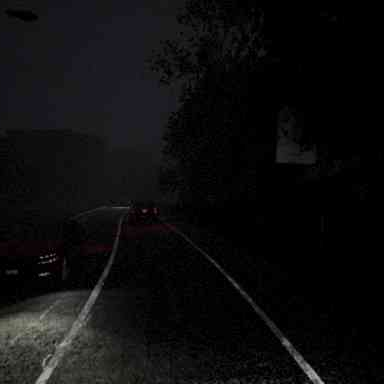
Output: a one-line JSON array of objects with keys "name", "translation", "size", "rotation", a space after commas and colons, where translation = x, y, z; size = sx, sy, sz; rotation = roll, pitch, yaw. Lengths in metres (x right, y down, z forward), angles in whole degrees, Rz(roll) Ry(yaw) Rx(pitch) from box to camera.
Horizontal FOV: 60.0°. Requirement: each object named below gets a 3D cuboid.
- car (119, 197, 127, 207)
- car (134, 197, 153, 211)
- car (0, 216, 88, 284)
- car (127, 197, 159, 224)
[{"name": "car", "translation": [-9.999, 1.513, 51.728], "size": [1.812, 1.442, 4.674], "rotation": [0, 0, 0]}, {"name": "car", "translation": [-6.147, 1.503, 42.708], "size": [2.128, 1.511, 4.902], "rotation": [-1, 0, -5]}, {"name": "car", "translation": [-4.380, 1.536, 9.916], "size": [1.882, 1.535, 5.008], "rotation": [-1, 0, -8]}, {"name": "car", "translation": [-3.743, 1.378, 25.627], "size": [2.097, 1.767, 4.553], "rotation": [-1, 0, -10]}]
